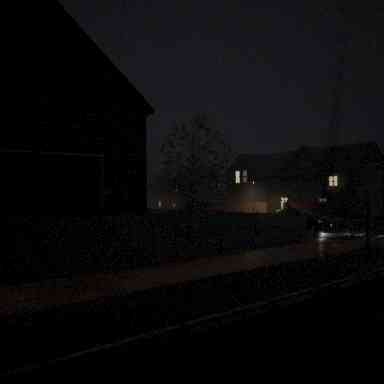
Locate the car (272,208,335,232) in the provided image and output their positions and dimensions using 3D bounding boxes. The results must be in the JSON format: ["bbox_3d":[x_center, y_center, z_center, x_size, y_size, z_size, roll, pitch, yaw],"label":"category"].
[{"bbox_3d":[7.356,1.846,22.712,1.812,1.442,4.674,-1,-1,-36],"label":"car"}]

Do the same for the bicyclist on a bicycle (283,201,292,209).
[{"bbox_3d":[8.838,1.667,30.682,1.656,1.620,0.582,-1,0,-36],"label":"bicyclist on a bicycle"}]

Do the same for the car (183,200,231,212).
[{"bbox_3d":[1.333,1.782,31.111,2.150,2.045,5.566,-1,0,-36],"label":"car"}]

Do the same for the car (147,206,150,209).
[{"bbox_3d":[-7.513,2.142,43.477,2.150,2.045,5.566,-1,0,-35],"label":"car"}]
